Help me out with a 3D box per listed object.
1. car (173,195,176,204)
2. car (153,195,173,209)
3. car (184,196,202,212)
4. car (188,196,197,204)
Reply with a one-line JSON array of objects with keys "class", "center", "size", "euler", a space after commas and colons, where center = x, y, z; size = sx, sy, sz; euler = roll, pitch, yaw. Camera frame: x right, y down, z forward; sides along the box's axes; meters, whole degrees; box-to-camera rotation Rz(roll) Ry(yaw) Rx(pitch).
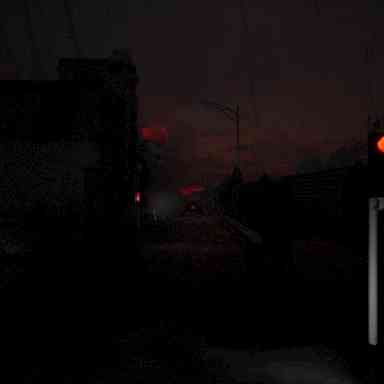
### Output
[{"class": "car", "center": [-4.117, 1.601, 53.600], "size": [1.895, 1.301, 4.718], "euler": [0, 0, 0]}, {"class": "car", "center": [-4.118, 1.491, 44.316], "size": [2.128, 1.511, 4.902], "euler": [0, 0, 0]}, {"class": "car", "center": [0.088, 1.477, 37.961], "size": [1.882, 1.535, 5.008], "euler": [0, 0, 0]}, {"class": "car", "center": [0.063, 1.525, 67.141], "size": [1.812, 1.442, 4.674], "euler": [0, 0, 0]}]
